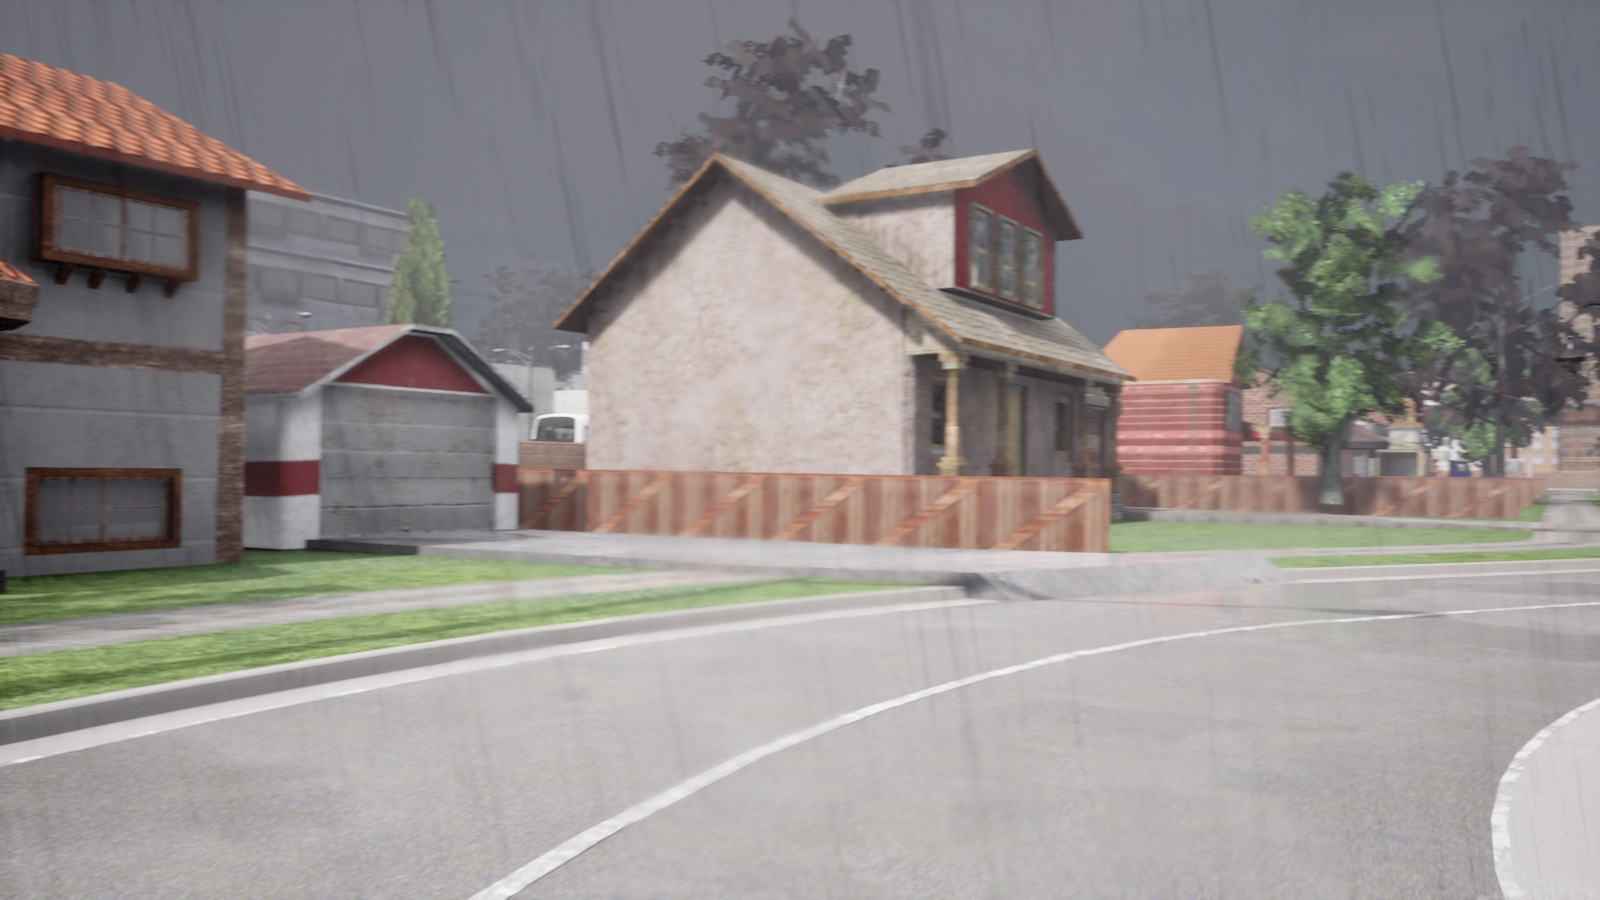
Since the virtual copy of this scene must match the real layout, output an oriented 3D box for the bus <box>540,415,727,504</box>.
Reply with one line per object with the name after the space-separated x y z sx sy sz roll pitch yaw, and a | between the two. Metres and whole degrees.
-8.427 0.544 65.302 3.944 4.253 10.273 -1 -1 33 | bus
